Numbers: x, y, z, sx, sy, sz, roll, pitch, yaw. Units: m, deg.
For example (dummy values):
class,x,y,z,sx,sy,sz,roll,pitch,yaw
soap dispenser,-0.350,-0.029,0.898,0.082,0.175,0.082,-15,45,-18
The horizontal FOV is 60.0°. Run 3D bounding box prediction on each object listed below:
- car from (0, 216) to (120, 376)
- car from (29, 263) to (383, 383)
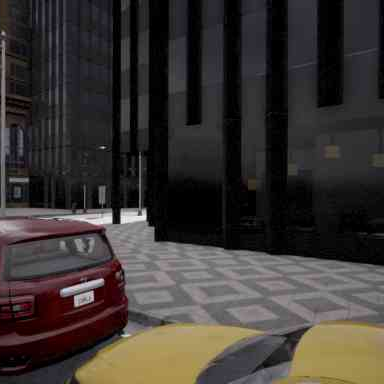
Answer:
class,x,y,z,sx,sy,sz,roll,pitch,yaw
car,-3.189,1.314,5.228,5.009,1.841,2.192,0,0,35
car,1.092,1.525,2.180,4.829,1.417,1.752,0,0,35
